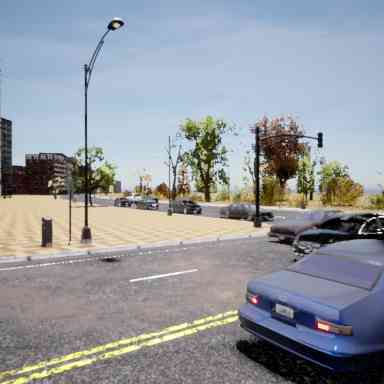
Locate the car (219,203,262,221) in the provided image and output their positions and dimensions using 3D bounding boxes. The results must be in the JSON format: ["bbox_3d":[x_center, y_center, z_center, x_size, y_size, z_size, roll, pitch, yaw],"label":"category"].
[{"bbox_3d":[4.445,1.604,27.998,2.033,1.411,5.357,0,0,-31],"label":"car"}]

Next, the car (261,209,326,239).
[{"bbox_3d":[6.017,1.545,15.496,5.357,1.411,2.033,0,0,-33],"label":"car"}]

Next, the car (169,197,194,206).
[{"bbox_3d":[-1.839,1.629,57.488,2.033,1.411,5.357,0,0,-31],"label":"car"}]

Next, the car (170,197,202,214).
[{"bbox_3d":[-0.731,1.585,36.408,1.837,1.490,4.892,0,0,-32],"label":"car"}]

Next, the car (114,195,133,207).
[{"bbox_3d":[-11.346,1.627,54.163,1.837,1.490,4.892,0,0,-30],"label":"car"}]

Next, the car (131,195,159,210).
[{"bbox_3d":[-6.110,1.594,45.241,2.128,1.511,4.902,0,0,-31],"label":"car"}]

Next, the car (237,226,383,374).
[{"bbox_3d":[3.245,1.547,5.613,5.357,1.411,2.033,0,0,-34],"label":"car"}]

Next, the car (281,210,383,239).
[{"bbox_3d":[5.496,1.504,11.264,4.892,1.490,1.837,0,0,-33],"label":"car"}]

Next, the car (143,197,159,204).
[{"bbox_3d":[-8.586,1.667,69.327,1.994,1.385,4.181,0,0,-29],"label":"car"}]
